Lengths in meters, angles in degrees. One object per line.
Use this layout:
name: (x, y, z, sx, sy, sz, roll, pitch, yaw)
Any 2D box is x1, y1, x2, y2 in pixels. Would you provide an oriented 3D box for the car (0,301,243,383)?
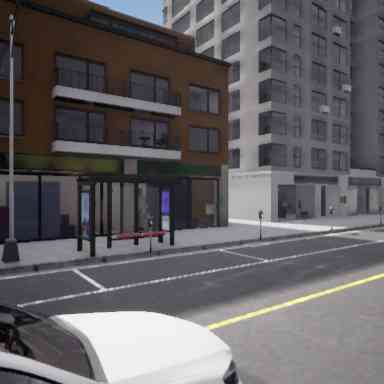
car: (-1.704, 1.519, 2.218, 4.674, 1.442, 1.812, 0, 0, -36)
